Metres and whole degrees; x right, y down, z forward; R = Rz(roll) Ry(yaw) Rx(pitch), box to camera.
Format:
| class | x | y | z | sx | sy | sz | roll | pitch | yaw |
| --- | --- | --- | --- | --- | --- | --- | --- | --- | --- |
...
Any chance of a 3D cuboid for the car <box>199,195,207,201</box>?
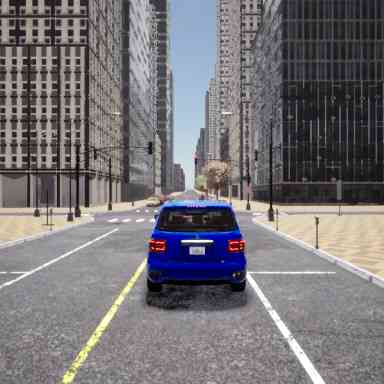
| class | x | y | z | sx | sy | sz | roll | pitch | yaw |
| --- | --- | --- | --- | --- | --- | --- | --- | --- | --- |
| car | 2.716 | 1.422 | 84.291 | 1.887 | 1.381 | 4.507 | 0 | 0 | 0 |

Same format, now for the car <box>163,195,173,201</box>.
| class | x | y | z | sx | sy | sz | roll | pitch | yaw |
| --- | --- | --- | --- | --- | --- | --- | --- | --- | --- |
| car | -5.666 | 1.438 | 78.623 | 1.887 | 1.381 | 4.507 | 0 | 0 | 0 |

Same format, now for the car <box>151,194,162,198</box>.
| class | x | y | z | sx | sy | sz | roll | pitch | yaw |
| --- | --- | --- | --- | --- | --- | --- | --- | --- | --- |
| car | -5.803 | 1.485 | 50.073 | 1.752 | 1.417 | 4.829 | 0 | 0 | 0 |

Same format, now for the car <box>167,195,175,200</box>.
| class | x | y | z | sx | sy | sz | roll | pitch | yaw |
| --- | --- | --- | --- | --- | --- | --- | --- | --- | --- |
| car | -5.663 | 1.411 | 89.974 | 2.008 | 1.369 | 4.403 | 0 | 0 | 0 |

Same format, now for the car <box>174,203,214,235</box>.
| class | x | y | z | sx | sy | sz | roll | pitch | yaw |
| --- | --- | --- | --- | --- | --- | --- | --- | --- | --- |
| car | 0.101 | 1.486 | 19.800 | 2.128 | 1.511 | 4.902 | 0 | 0 | 0 |

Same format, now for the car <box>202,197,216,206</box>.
| class | x | y | z | sx | sy | sz | roll | pitch | yaw |
| --- | --- | --- | --- | --- | --- | --- | --- | --- | --- |
| car | 2.807 | 1.500 | 55.919 | 2.008 | 1.369 | 4.403 | 0 | 0 | 0 |

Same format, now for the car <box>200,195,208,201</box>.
| class | x | y | z | sx | sy | sz | roll | pitch | yaw |
| --- | --- | --- | --- | --- | --- | --- | --- | --- | --- |
| car | 2.715 | 1.419 | 78.786 | 1.752 | 1.417 | 4.829 | 0 | 0 | 0 |

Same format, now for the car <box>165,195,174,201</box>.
| class | x | y | z | sx | sy | sz | roll | pitch | yaw |
| --- | --- | --- | --- | --- | --- | --- | --- | --- | --- |
| car | -5.665 | 1.428 | 84.299 | 2.008 | 1.369 | 4.403 | 0 | 0 | 0 |

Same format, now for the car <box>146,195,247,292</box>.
| class | x | y | z | sx | sy | sz | roll | pitch | yaw |
| --- | --- | --- | --- | --- | --- | --- | --- | --- | --- |
| car | 0.101 | 1.221 | 9.071 | 2.150 | 2.045 | 5.566 | 0 | 0 | 0 |

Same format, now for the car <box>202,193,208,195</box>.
| class | x | y | z | sx | sy | sz | roll | pitch | yaw |
| --- | --- | --- | --- | --- | --- | --- | --- | --- | --- |
| car | 2.837 | 1.400 | 50.241 | 1.967 | 1.590 | 4.097 | 0 | 0 | 0 |

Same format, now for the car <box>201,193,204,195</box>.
| class | x | y | z | sx | sy | sz | roll | pitch | yaw |
| --- | --- | --- | --- | --- | --- | --- | --- | --- | --- |
| car | 2.714 | 1.224 | 72.941 | 2.192 | 1.841 | 5.009 | 0 | 0 | 0 |
